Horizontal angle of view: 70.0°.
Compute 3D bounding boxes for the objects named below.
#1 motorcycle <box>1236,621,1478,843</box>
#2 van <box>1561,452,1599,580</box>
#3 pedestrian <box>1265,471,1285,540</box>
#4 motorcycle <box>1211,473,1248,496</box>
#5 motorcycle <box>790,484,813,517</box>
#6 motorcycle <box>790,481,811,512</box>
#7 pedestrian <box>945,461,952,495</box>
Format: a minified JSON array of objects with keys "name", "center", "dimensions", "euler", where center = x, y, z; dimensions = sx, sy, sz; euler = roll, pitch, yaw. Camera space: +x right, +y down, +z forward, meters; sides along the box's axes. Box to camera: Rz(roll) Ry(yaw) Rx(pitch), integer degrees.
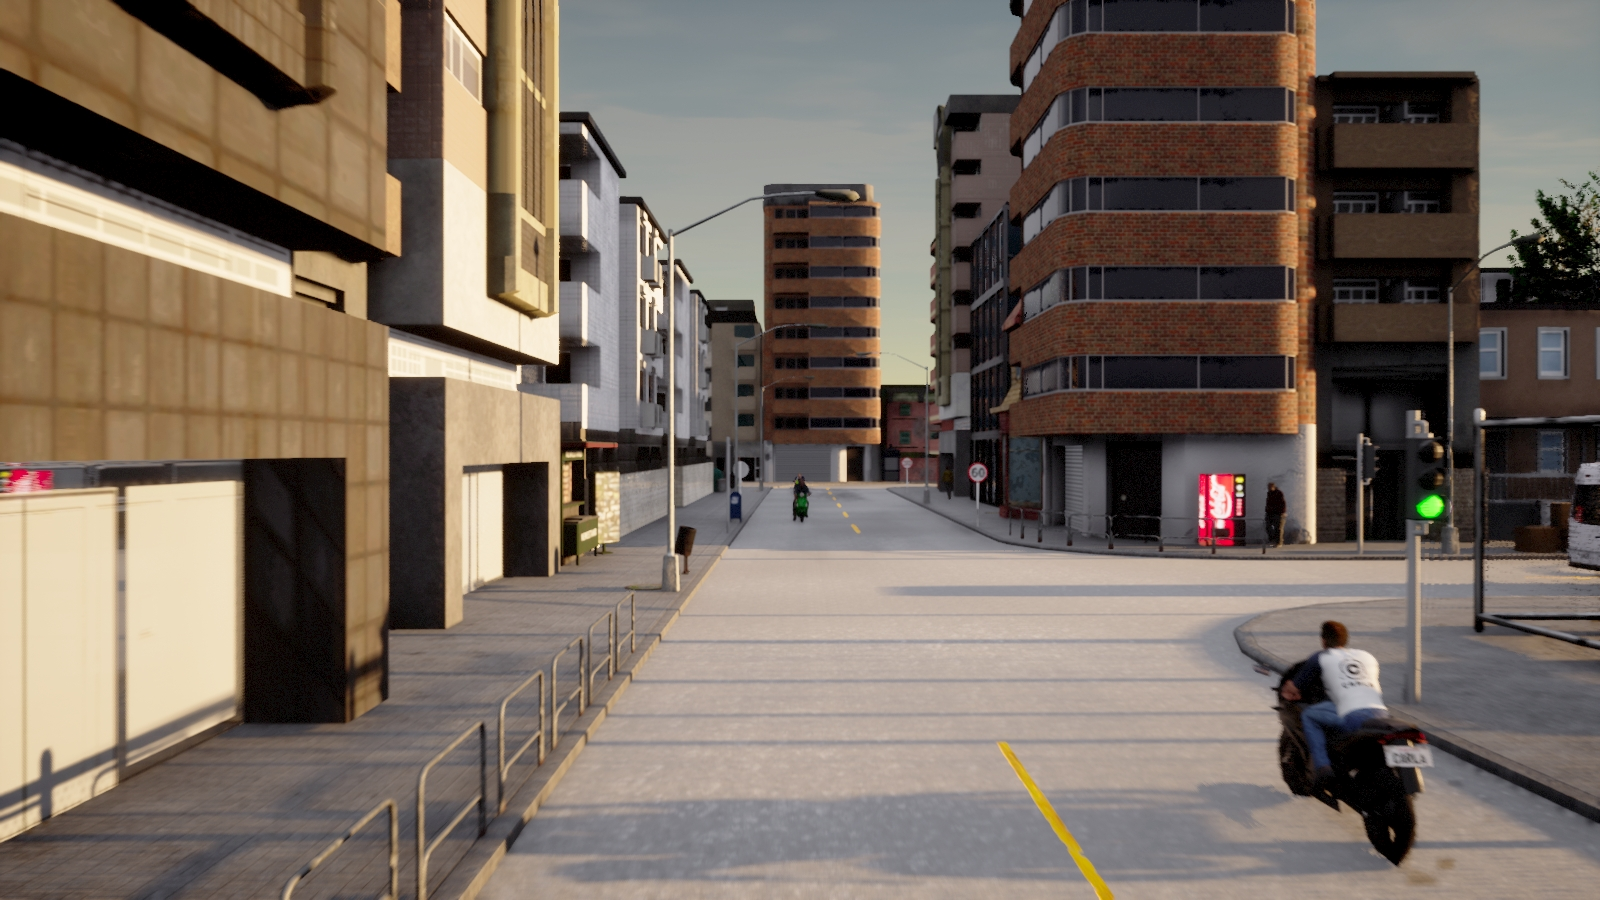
[{"name":"motorcycle","center":[4.016,1.992,8.460],"dimensions":[0.803,1.145,2.033],"euler":[0,0,0]},{"name":"van","center":[18.895,1.314,22.927],"dimensions":[5.915,2.561,1.988],"euler":[0,0,0]},{"name":"pedestrian","center":[12.983,1.516,31.223],"dimensions":[0.375,1.860,0.375],"euler":[0,0,-12]},{"name":"motorcycle","center":[24.392,1.961,64.928],"dimensions":[1.805,1.236,0.856],"euler":[0,0,2]},{"name":"motorcycle","center":[0.062,1.962,44.866],"dimensions":[0.856,1.236,1.805],"euler":[0,0,0]},{"name":"motorcycle","center":[0.017,1.962,48.734],"dimensions":[0.856,1.236,1.805],"euler":[0,0,0]},{"name":"pedestrian","center":[8.058,1.523,61.867],"dimensions":[0.375,1.860,0.375],"euler":[0,0,6]}]
